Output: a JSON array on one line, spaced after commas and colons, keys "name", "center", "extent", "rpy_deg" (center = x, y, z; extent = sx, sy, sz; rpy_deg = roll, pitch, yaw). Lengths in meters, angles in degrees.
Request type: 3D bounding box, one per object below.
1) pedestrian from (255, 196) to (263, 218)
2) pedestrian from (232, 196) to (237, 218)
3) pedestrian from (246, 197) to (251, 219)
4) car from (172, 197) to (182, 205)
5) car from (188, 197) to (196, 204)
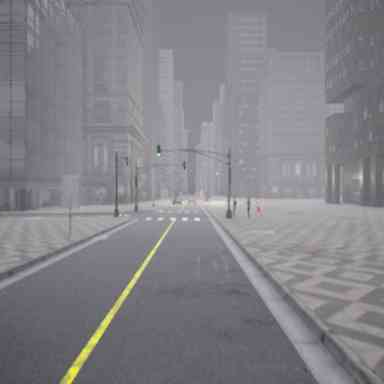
[{"name": "pedestrian", "center": [5.603, 1.260, 27.993], "extent": [0.375, 1.860, 0.375], "rpy_deg": [0, 0, 0]}, {"name": "pedestrian", "center": [3.641, 1.277, 28.594], "extent": [0.375, 1.860, 0.375], "rpy_deg": [0, 0, 0]}, {"name": "pedestrian", "center": [4.640, 1.267, 27.394], "extent": [0.375, 1.860, 0.375], "rpy_deg": [0, 0, 0]}, {"name": "car", "center": [-2.990, 1.827, 66.735], "extent": [1.837, 1.490, 4.892], "rpy_deg": [0, 0, 0]}, {"name": "car", "center": [0.015, 1.844, 73.850], "extent": [1.882, 1.535, 5.008], "rpy_deg": [0, 0, 0]}]
